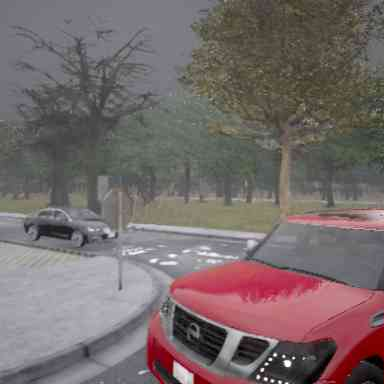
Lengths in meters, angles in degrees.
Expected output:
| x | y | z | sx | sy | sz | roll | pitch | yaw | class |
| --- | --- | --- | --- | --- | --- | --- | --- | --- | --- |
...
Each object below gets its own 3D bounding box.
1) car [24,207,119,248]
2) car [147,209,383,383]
| x | y | z | sx | sy | sz | roll | pitch | yaw | class |
| --- | --- | --- | --- | --- | --- | --- | --- | --- | --- |
| -5.250 | 1.408 | 14.462 | 4.902 | 1.511 | 2.128 | 1 | 0 | 32 | car |
| 2.180 | 1.287 | 4.493 | 5.566 | 2.045 | 2.150 | 1 | -1 | -35 | car |
